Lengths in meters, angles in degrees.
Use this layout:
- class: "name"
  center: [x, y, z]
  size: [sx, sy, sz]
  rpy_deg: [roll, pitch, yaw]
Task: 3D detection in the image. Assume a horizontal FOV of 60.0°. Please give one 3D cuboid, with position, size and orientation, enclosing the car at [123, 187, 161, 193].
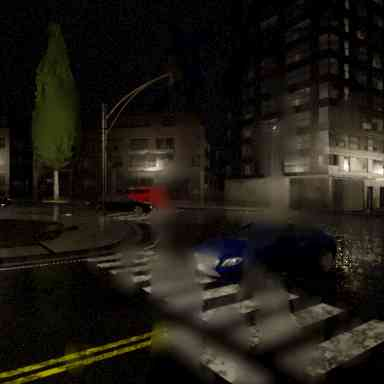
- class: "car"
  center: [-5.536, 0.572, 32.074]
  size: [5.566, 2.045, 2.150]
  rpy_deg: [1, 0, 11]

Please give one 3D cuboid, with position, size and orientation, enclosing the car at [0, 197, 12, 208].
- class: "car"
  center: [-17.547, 0.675, 27.643]
  size: [4.718, 1.301, 1.895]
  rpy_deg: [1, 0, 11]

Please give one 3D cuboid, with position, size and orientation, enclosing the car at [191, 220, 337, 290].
- class: "car"
  center: [2.156, 1.533, 9.199]
  size: [4.674, 1.442, 1.812]
  rpy_deg: [0, 0, -35]

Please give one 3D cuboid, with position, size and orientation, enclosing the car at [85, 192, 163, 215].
- class: "car"
  center: [-5.296, 0.918, 25.190]
  size: [5.357, 1.411, 2.033]
  rpy_deg: [1, 0, 11]
